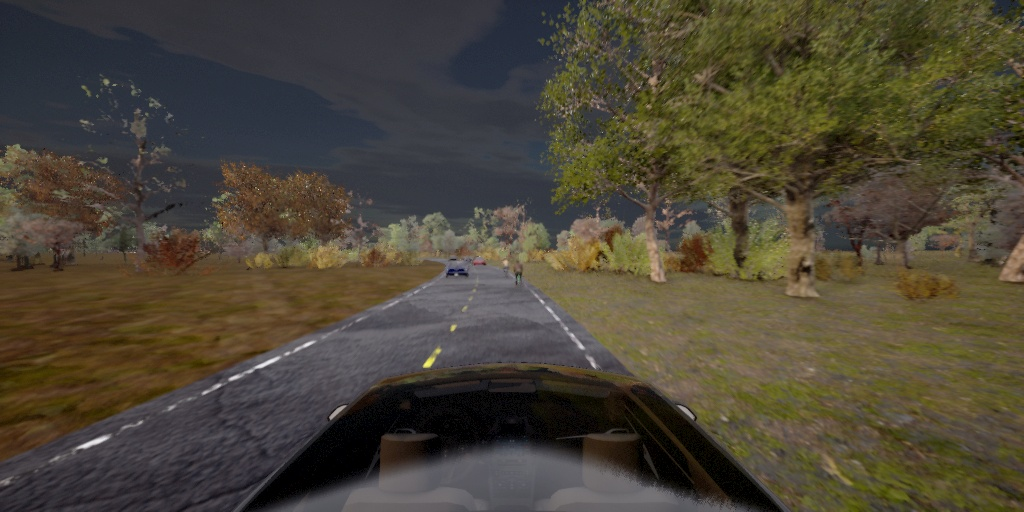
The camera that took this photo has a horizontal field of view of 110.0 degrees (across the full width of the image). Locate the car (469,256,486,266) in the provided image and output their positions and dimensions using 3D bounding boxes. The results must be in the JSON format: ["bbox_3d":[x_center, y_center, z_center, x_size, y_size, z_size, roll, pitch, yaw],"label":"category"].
[{"bbox_3d":[-5.399,0.815,57.679,1.994,1.385,4.181,0,1,-11],"label":"car"}]

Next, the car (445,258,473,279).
[{"bbox_3d":[-4.463,1.116,29.704,1.895,1.301,4.718,0,1,-5],"label":"car"}]

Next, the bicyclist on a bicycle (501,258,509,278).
[{"bbox_3d":[-0.478,0.933,28.982,0.866,1.612,1.509,-1,1,-5],"label":"bicyclist on a bicycle"}]

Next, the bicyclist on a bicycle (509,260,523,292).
[{"bbox_3d":[0.334,1.044,18.683,0.582,1.620,1.656,0,0,-3],"label":"bicyclist on a bicycle"}]
